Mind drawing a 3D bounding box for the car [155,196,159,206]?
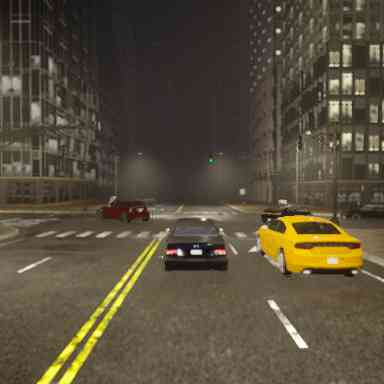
[{"bbox_3d":[-6.598,1.647,51.301,1.895,1.301,4.718,0,0,0],"label":"car"}]

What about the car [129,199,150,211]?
[{"bbox_3d":[-6.619,1.642,42.129,1.895,1.301,4.718,0,0,0],"label":"car"}]

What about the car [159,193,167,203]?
[{"bbox_3d":[-6.534,1.280,72.056,2.150,2.045,5.566,0,0,0],"label":"car"}]

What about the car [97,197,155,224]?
[{"bbox_3d":[-5.390,1.362,25.691,4.553,1.767,2.097,1,1,41],"label":"car"}]

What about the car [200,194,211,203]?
[{"bbox_3d":[3.216,1.556,74.077,1.837,1.490,4.892,0,0,0],"label":"car"}]

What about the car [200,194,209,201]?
[{"bbox_3d":[3.212,1.412,83.879,2.097,1.767,4.553,0,0,0],"label":"car"}]

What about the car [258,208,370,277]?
[{"bbox_3d":[3.345,1.490,10.369,1.882,1.535,5.008,0,0,0],"label":"car"}]

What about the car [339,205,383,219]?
[{"bbox_3d":[15.101,1.754,28.130,4.718,1.301,1.895,1,1,1],"label":"car"}]

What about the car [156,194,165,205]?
[{"bbox_3d":[-6.547,1.615,61.306,1.994,1.385,4.181,0,0,0],"label":"car"}]

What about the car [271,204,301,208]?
[{"bbox_3d":[6.903,1.638,23.742,4.902,1.511,2.128,0,0,-44],"label":"car"}]

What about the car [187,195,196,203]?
[{"bbox_3d":[-0.034,1.599,73.489,1.994,1.385,4.181,0,0,0],"label":"car"}]

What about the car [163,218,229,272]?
[{"bbox_3d":[0.095,1.560,10.834,2.033,1.411,5.357,0,0,0],"label":"car"}]

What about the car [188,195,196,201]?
[{"bbox_3d":[-0.039,1.442,83.525,1.994,1.385,4.181,0,0,0],"label":"car"}]
